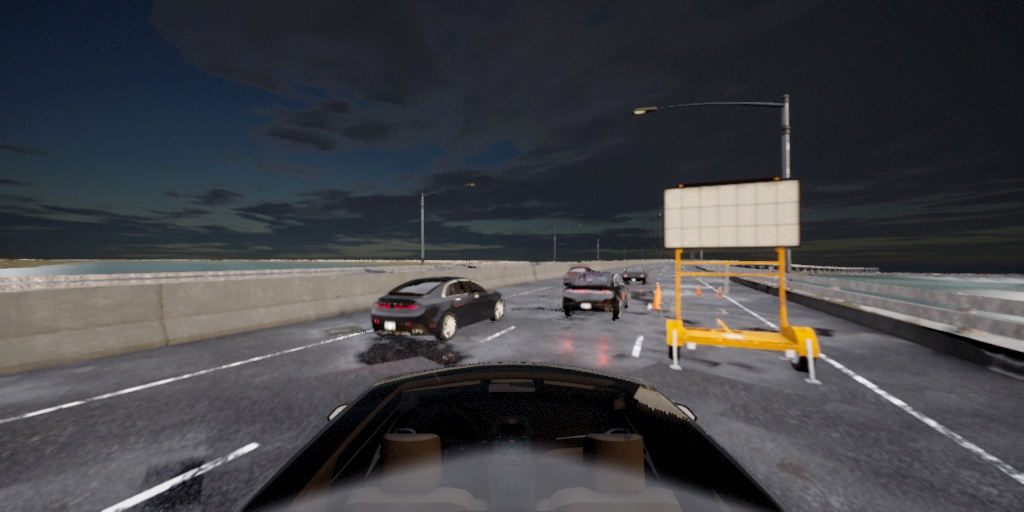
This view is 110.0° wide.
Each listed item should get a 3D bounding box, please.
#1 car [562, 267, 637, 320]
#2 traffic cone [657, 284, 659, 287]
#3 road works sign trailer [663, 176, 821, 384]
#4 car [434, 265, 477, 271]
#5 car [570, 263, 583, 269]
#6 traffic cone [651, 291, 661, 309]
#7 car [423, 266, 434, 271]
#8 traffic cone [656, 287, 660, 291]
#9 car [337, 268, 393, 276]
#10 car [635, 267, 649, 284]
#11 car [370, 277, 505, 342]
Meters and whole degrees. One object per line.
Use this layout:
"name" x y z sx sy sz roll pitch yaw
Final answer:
"car" 3.220 1.340 13.261 2.128 1.511 4.902 0 -1 23
"traffic cone" 7.348 1.834 18.106 0.340 0.580 0.340 0 0 23
"road works sign trailer" 4.429 0.253 7.396 2.380 3.560 2.880 0 0 23
"car" -4.453 1.555 31.467 1.837 1.490 4.892 0 -1 23
"car" 5.117 1.494 26.637 1.812 1.442 4.674 0 -1 23
"traffic cone" 5.788 1.805 14.423 0.340 0.580 0.340 0 0 23
"car" -7.207 1.647 33.919 1.994 1.385 4.181 0 -1 23
"traffic cone" 6.568 1.820 16.264 0.340 0.580 0.340 0 0 23
"car" -12.463 1.671 30.549 1.895 1.301 4.718 0 -1 23
"car" 10.351 1.581 29.949 1.895 1.301 4.718 0 -1 23
"car" -1.818 1.344 10.331 1.837 1.490 4.892 0 -1 23
